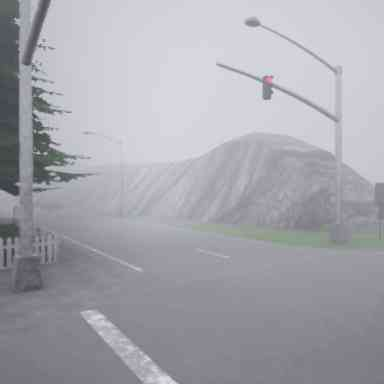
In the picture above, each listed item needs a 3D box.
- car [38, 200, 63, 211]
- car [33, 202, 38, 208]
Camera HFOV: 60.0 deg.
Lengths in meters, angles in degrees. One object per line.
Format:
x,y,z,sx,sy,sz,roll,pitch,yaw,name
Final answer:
-18.400,1.727,43.525,1.895,1.301,4.718,0,0,-35,car
-23.912,1.648,51.302,1.812,1.442,4.674,0,0,-35,car
